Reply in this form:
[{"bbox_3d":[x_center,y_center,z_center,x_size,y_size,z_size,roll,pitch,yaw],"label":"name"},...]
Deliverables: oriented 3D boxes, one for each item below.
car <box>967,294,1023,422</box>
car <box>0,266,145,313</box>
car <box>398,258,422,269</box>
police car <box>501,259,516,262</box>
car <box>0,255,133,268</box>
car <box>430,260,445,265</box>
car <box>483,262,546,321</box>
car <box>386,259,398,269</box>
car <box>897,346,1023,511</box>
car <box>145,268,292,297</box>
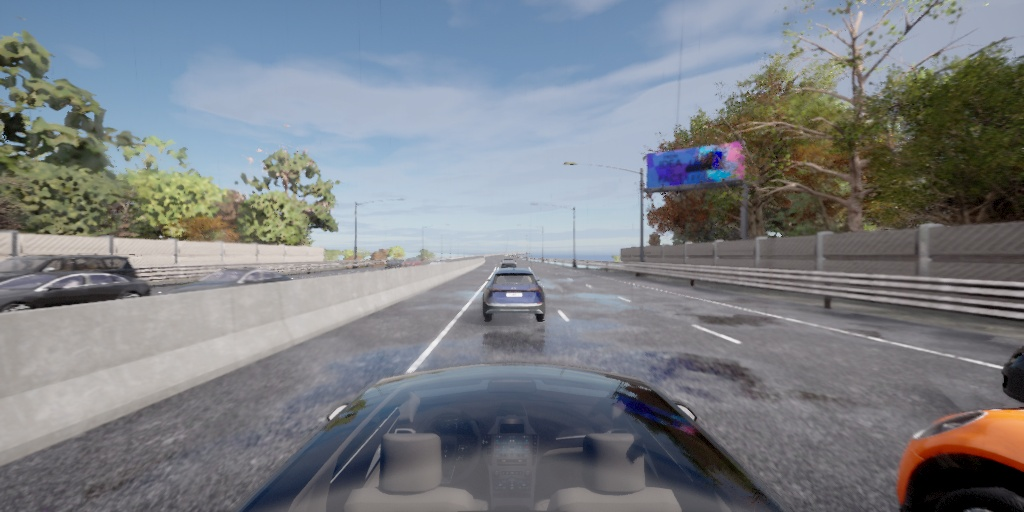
[{"bbox_3d":[7.092,1.254,2.417,1.837,1.490,4.892,0,0,0],"label":"car"},{"bbox_3d":[-14.139,1.244,11.080,2.128,1.511,4.902,0,0,0],"label":"car"},{"bbox_3d":[-14.842,1.083,53.085,2.097,1.767,4.553,0,0,-1],"label":"car"},{"bbox_3d":[-0.430,1.162,43.837,1.930,1.638,5.238,0,0,-1],"label":"police car"},{"bbox_3d":[-17.652,0.974,13.626,2.150,2.045,5.566,0,0,0],"label":"car"},{"bbox_3d":[-11.422,1.328,55.793,1.895,1.301,4.718,0,0,-1],"label":"car"},{"bbox_3d":[0.052,1.180,12.529,2.033,1.649,4.856,0,0,0],"label":"car"},{"bbox_3d":[-18.437,1.231,56.642,1.837,1.490,4.892,0,0,-1],"label":"car"},{"bbox_3d":[3.593,1.102,0.433,2.097,1.767,4.553,0,0,0],"label":"car"},{"bbox_3d":[-10.657,1.243,13.957,2.128,1.511,4.902,0,0,0],"label":"car"}]
